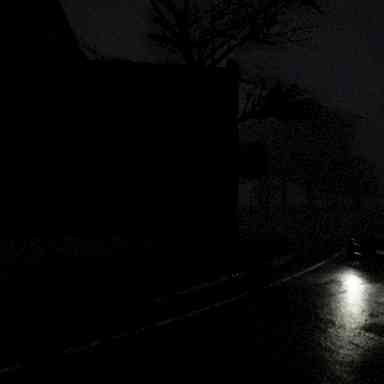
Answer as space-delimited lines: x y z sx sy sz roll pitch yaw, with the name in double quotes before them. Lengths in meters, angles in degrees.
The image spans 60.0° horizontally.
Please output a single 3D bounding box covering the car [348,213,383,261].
"car" 6.964 1.527 11.956 1.882 1.535 5.008 0 0 34
